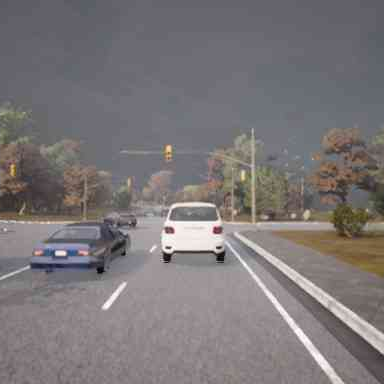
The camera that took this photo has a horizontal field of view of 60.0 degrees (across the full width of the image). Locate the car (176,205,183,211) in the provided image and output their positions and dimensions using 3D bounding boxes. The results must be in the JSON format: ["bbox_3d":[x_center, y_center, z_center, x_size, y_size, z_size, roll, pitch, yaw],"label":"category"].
[{"bbox_3d":[-3.477,4.549,94.115,1.882,1.535,5.008,0,-1,-3],"label":"car"}]

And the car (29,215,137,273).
[{"bbox_3d":[-3.428,1.724,11.243,2.033,1.411,5.357,0,-2,1],"label":"car"}]

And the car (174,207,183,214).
[{"bbox_3d":[-3.396,4.676,84.049,1.994,1.385,4.181,0,-1,0],"label":"car"}]

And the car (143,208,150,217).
[{"bbox_3d":[-10.414,4.484,69.047,1.994,1.385,4.181,0,-1,0],"label":"car"}]

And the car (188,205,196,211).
[{"bbox_3d":[0.022,4.554,94.196,1.882,1.535,5.008,0,-1,-3],"label":"car"}]

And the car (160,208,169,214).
[{"bbox_3d":[-6.896,4.724,84.601,1.895,1.301,4.718,0,-1,0],"label":"car"}]

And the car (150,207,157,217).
[{"bbox_3d":[-6.914,4.472,69.054,2.033,1.411,5.357,0,-1,0],"label":"car"}]

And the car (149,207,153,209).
[{"bbox_3d":[-10.396,4.629,84.624,1.837,1.490,4.892,0,-1,0],"label":"car"}]

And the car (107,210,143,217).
[{"bbox_3d":[-6.954,2.574,30.954,2.128,1.511,4.902,3,-5,-38],"label":"car"}]

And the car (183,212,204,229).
[{"bbox_3d":[0.126,2.645,31.898,1.837,1.490,4.892,0,-3,0],"label":"car"}]

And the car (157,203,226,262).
[{"bbox_3d":[0.086,1.452,13.169,2.150,2.045,5.566,0,-2,1],"label":"car"}]

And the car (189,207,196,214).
[{"bbox_3d":[0.104,4.623,84.046,1.837,1.490,4.892,0,-1,0],"label":"car"}]
